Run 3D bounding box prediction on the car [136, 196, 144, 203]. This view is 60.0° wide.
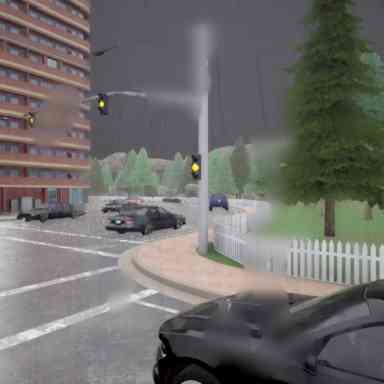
[{"bbox_3d":[-8.096,1.295,45.682,2.097,1.767,4.553,0,0,-11],"label":"car"}]

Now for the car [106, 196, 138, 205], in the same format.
[{"bbox_3d":[-7.797,1.490,35.386,2.033,1.411,5.357,0,0,7],"label":"car"}]

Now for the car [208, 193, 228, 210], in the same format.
[{"bbox_3d":[3.118,1.165,40.954,2.150,2.045,5.566,0,0,-1],"label":"car"}]

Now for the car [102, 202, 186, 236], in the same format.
[{"bbox_3d":[-2.337,1.490,18.079,2.033,1.411,5.357,0,0,28],"label":"car"}]

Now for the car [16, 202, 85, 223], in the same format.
[{"bbox_3d":[-10.616,1.491,25.567,2.033,1.411,5.357,0,0,24],"label":"car"}]

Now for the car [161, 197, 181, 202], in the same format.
[{"bbox_3d":[-4.161,1.543,64.675,1.895,1.301,4.718,0,0,-32],"label":"car"}]

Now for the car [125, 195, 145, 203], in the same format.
[{"bbox_3d":[-11.783,1.467,68.722,4.674,1.442,1.812,0,0,44],"label":"car"}]

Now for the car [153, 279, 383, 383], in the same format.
[{"bbox_3d":[1.899,1.478,2.635,5.008,1.535,1.882,0,0,36],"label":"car"}]
